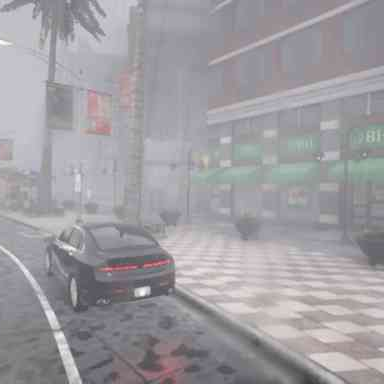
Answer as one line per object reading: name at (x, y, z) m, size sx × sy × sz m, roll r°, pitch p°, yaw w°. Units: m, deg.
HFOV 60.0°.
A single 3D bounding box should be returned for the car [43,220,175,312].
car at (-2.139, 1.423, 7.724) m, size 1.837 × 1.490 × 4.892 m, roll 0°, pitch 1°, yaw -32°
